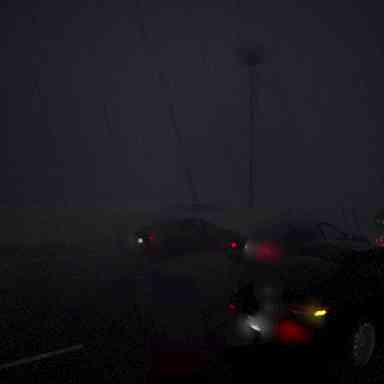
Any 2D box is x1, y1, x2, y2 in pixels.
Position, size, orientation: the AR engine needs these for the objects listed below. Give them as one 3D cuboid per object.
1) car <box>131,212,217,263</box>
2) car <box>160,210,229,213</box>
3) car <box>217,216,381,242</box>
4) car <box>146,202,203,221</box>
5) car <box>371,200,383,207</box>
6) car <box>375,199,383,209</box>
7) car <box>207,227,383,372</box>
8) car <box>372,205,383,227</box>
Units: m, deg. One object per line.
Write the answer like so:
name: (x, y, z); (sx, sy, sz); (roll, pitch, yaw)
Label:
car: (-0.095, 1.614, 12.276); (4.181, 1.385, 1.994); (1, 0, -35)
car: (0.201, 1.613, 25.628); (4.892, 1.490, 1.837); (1, 0, -35)
car: (3.581, 1.612, 10.599); (5.357, 1.411, 2.033); (1, 0, -36)
car: (-1.475, 1.636, 28.731); (4.674, 1.442, 1.812); (1, 0, -35)
car: (34.135, 2.049, 59.912); (4.718, 1.301, 1.895); (1, 0, -41)
car: (30.997, 1.881, 52.598); (5.008, 1.535, 1.882); (1, 0, -39)
car: (2.702, 1.565, 5.675); (4.674, 1.442, 1.812); (1, 0, -35)
car: (14.164, 1.682, 22.444); (4.892, 1.490, 1.837); (1, 0, -35)
